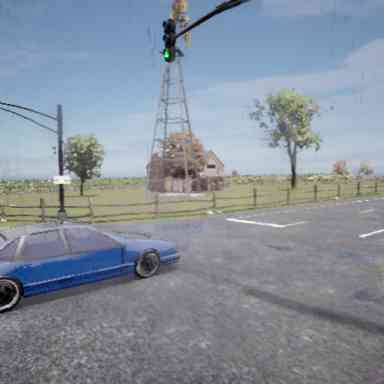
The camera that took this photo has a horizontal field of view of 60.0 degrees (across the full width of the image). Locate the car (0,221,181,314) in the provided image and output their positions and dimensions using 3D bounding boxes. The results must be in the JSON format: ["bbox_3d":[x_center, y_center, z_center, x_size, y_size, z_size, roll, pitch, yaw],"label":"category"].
[{"bbox_3d":[-2.870,1.378,7.368,5.357,1.411,2.033,-3,4,-38],"label":"car"}]
